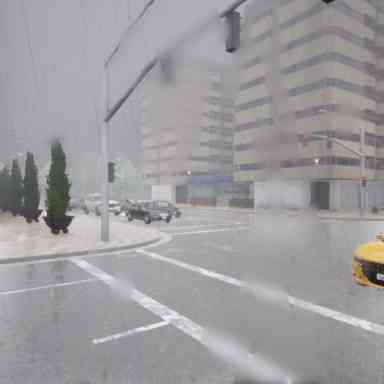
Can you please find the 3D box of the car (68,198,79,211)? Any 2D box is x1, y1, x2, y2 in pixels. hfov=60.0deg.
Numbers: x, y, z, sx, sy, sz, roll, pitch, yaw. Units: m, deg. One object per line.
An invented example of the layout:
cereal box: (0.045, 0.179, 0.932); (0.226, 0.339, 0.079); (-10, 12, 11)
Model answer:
car: (-14.576, 1.520, 40.789); (1.812, 1.442, 4.674); (0, 0, -35)

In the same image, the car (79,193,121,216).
car: (-8.956, 1.217, 32.767); (2.150, 2.045, 5.566); (0, 0, -35)

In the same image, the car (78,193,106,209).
car: (-13.834, 1.215, 45.878); (2.150, 2.045, 5.566); (0, 0, -34)

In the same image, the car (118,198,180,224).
car: (-3.296, 1.486, 24.684); (2.128, 1.511, 4.902); (0, 0, -35)

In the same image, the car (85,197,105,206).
car: (-16.401, 1.556, 55.948); (1.994, 1.385, 4.181); (0, 0, -35)

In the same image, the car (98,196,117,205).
car: (-15.554, 1.516, 60.837); (1.812, 1.442, 4.674); (0, 0, -35)

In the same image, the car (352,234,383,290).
car: (5.950, 1.474, 8.253); (5.008, 1.535, 1.882); (0, 0, -36)

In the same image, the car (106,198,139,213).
car: (-7.926, 1.498, 37.401); (1.837, 1.490, 4.892); (0, 0, -35)
